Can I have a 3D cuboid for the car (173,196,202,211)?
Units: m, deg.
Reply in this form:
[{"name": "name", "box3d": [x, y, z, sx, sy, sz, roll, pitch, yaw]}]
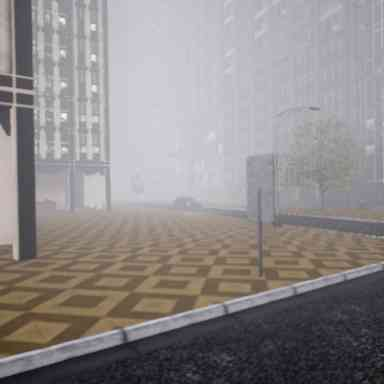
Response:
[{"name": "car", "box3d": [-0.585, 1.328, 39.870, 2.097, 1.767, 4.553, -1, 1, -27]}]
